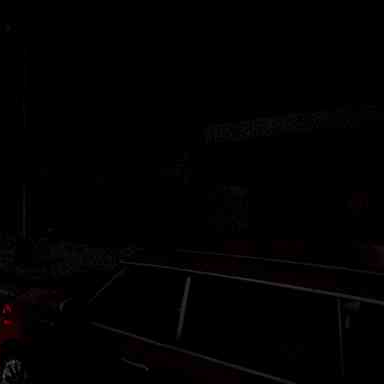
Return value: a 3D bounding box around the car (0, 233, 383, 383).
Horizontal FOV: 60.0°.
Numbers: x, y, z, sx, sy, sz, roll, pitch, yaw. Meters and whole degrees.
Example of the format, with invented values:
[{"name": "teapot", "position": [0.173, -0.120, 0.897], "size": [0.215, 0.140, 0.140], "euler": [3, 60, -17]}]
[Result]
[{"name": "car", "position": [0.255, 1.315, 2.896], "size": [5.009, 1.841, 2.192], "euler": [0, 0, 36]}]
